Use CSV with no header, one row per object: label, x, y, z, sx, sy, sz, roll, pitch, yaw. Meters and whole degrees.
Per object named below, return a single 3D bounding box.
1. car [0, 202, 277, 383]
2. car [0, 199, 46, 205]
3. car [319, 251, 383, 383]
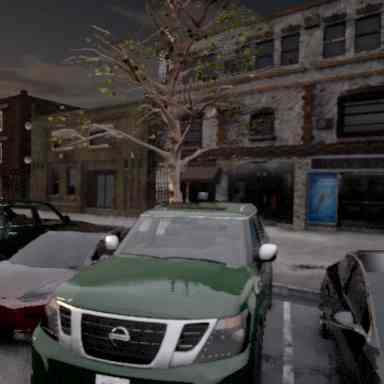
car,0.109,1.221,5.300,2.435,2.045,5.566,1,0,15
car,-4.787,1.199,8.839,2.435,2.045,5.566,0,-1,15
car,2.554,1.513,3.555,2.163,1.488,4.792,1,0,15
